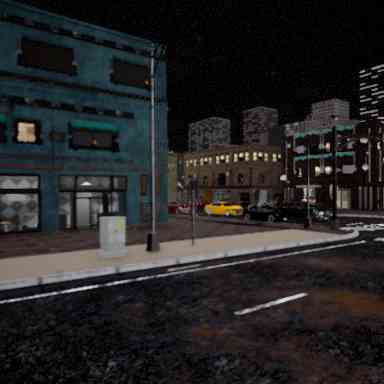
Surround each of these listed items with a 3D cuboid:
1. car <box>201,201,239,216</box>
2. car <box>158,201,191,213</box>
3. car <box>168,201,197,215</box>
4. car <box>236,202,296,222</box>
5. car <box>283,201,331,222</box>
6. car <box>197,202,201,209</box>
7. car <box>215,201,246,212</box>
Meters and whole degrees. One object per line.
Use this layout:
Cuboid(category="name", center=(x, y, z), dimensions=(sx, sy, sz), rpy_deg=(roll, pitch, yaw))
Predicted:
Cuboid(category="car", center=(3.568, 1.817, 36.987), dimensions=(1.882, 1.535, 5.008), rpy_deg=(-1, 0, -35))
Cuboid(category="car", center=(-2.473, 2.005, 45.499), dimensions=(2.033, 1.411, 5.357), rpy_deg=(-1, 0, -35))
Cuboid(category="car", center=(-1.701, 1.866, 39.909), dimensions=(1.967, 1.590, 4.097), rpy_deg=(-1, 0, -35))
Cuboid(category="car", center=(6.245, 1.833, 28.530), dimensions=(1.947, 1.339, 4.313), rpy_deg=(-1, 0, -35))
Cuboid(category="car", center=(9.490, 1.574, 28.586), dimensions=(2.097, 1.767, 4.553), rpy_deg=(-1, 0, -34))
Cuboid(category="car", center=(1.924, 1.993, 49.278), dimensions=(1.802, 1.307, 4.206), rpy_deg=(-1, 0, -35))
Cuboid(category="car", center=(5.131, 1.931, 44.768), dimensions=(1.802, 1.307, 4.206), rpy_deg=(-1, 0, -35))
